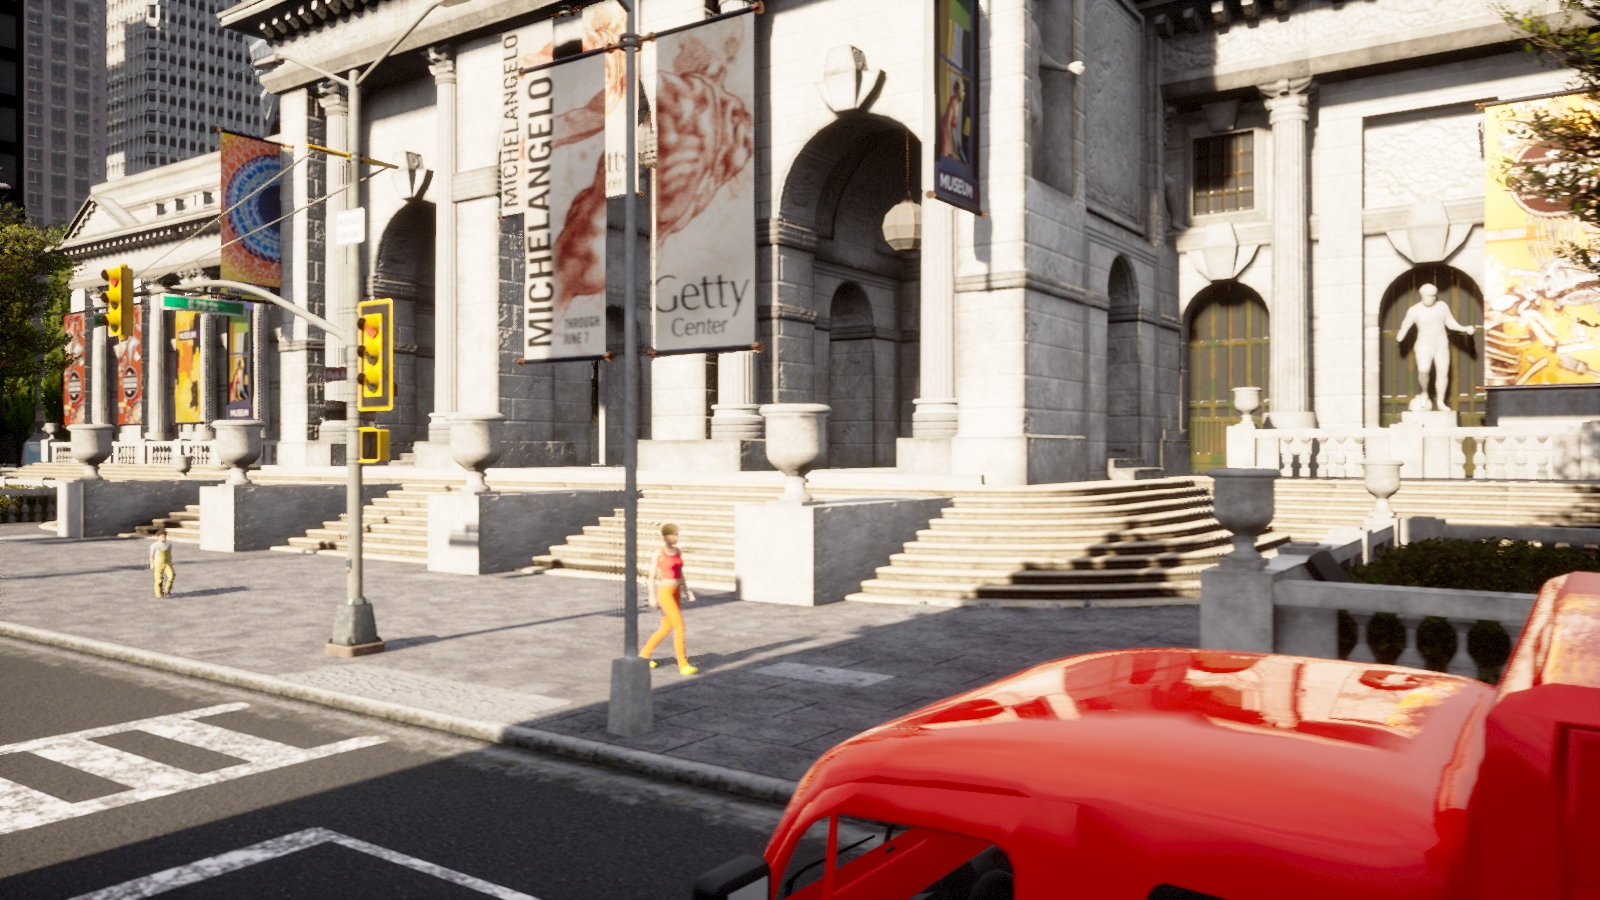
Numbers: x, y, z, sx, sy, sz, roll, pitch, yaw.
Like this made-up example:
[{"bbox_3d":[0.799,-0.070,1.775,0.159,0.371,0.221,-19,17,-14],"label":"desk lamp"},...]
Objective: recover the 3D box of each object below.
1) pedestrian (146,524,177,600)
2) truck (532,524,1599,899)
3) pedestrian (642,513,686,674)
[{"bbox_3d":[-11.396,1.993,20.394,0.375,1.300,0.375,0,0,37],"label":"pedestrian"},{"bbox_3d":[2.266,1.583,2.188,5.204,2.467,2.627,1,1,35],"label":"truck"},{"bbox_3d":[-1.630,1.704,13.696,0.375,1.860,0.375,0,0,37],"label":"pedestrian"}]
